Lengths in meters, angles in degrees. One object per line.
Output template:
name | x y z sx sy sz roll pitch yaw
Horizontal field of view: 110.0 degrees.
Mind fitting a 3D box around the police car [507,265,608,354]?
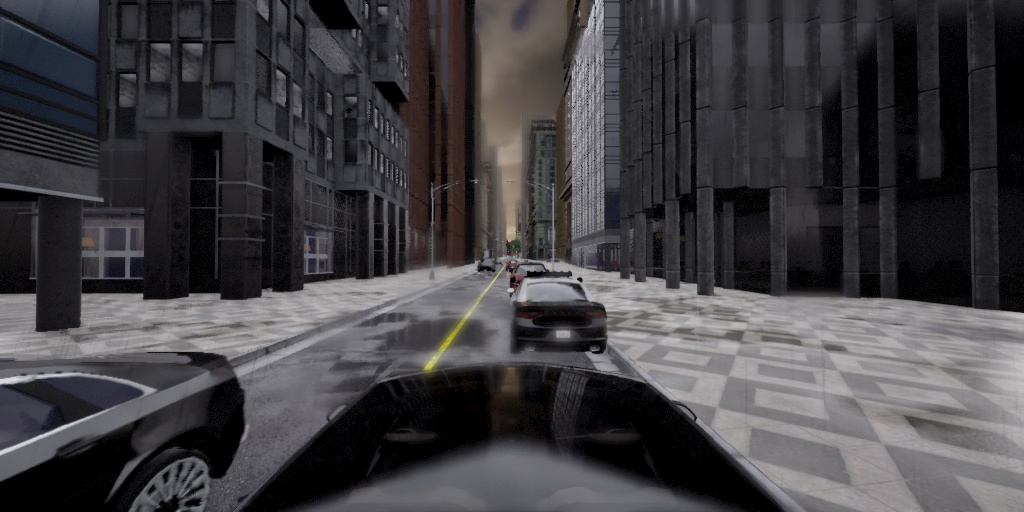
police car | 0.907 1.177 8.911 1.930 1.638 5.238 0 0 0

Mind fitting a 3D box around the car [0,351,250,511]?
car | -3.102 1.241 0.920 2.128 1.511 4.902 0 0 0

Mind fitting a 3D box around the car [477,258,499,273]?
car | -3.049 1.093 43.238 2.097 1.767 4.553 0 0 0

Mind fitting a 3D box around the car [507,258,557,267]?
car | 0.918 1.100 18.772 2.097 1.767 4.553 0 0 0
